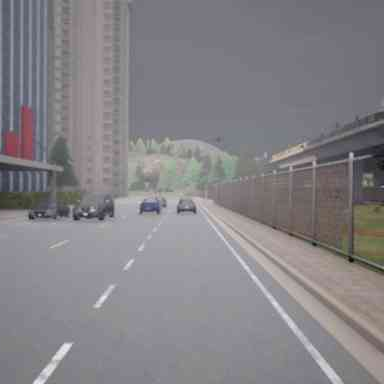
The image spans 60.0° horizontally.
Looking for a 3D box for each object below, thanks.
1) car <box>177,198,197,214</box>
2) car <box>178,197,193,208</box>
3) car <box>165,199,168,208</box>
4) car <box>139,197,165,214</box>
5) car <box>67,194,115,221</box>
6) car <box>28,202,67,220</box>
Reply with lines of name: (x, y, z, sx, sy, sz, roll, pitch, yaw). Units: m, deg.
car: (-0.562, 1.429, 34.200, 1.994, 1.385, 4.181, 0, 0, -2)
car: (-0.883, 1.417, 46.308, 1.895, 1.301, 4.718, 0, 0, -1)
car: (-4.369, 1.350, 44.933, 2.033, 1.411, 5.357, 0, 0, -1)
car: (-4.044, 1.327, 33.149, 1.882, 1.535, 5.008, 0, 0, -1)
car: (-7.492, 1.170, 25.954, 2.150, 2.045, 5.566, 0, 0, -1)
car: (-10.993, 1.450, 25.912, 1.994, 1.385, 4.181, 0, 0, -1)
